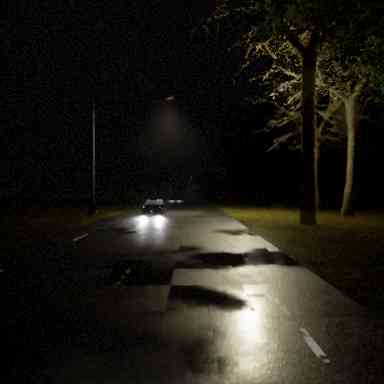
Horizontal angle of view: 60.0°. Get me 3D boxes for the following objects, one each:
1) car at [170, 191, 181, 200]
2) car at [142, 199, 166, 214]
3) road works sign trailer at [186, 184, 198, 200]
[{"bbox_3d":[-3.501,0.787,73.196,2.150,2.045,5.566,0,0,0],"label":"car"},{"bbox_3d":[-3.599,1.388,31.726,1.895,1.301,4.718,0,0,0],"label":"car"},{"bbox_3d":[0.240,0.018,80.053,2.380,3.560,2.880,2,0,-4],"label":"road works sign trailer"}]
